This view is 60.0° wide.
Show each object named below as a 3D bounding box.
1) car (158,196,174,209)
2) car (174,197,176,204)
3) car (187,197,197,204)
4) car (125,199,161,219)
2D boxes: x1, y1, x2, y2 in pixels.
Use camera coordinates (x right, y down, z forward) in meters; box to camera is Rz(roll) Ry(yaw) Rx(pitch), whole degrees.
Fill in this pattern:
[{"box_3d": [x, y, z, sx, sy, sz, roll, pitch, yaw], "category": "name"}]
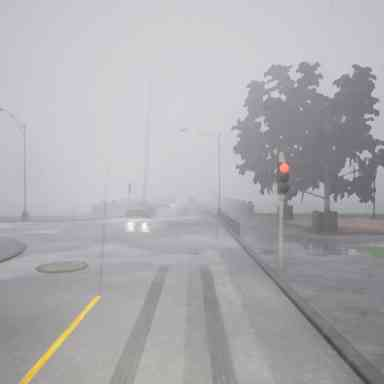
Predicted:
[{"box_3d": [-4.113, 1.543, 46.407, 2.033, 1.411, 5.357, 0, 0, 0], "category": "car"}, {"box_3d": [-4.076, 1.485, 63.621, 2.128, 1.511, 4.902, 0, 0, 0], "category": "car"}, {"box_3d": [-0.024, 1.541, 61.759, 2.033, 1.411, 5.357, 0, 0, 0], "category": "car"}, {"box_3d": [-4.372, 1.561, 29.253, 1.994, 1.385, 4.181, 0, 0, 7], "category": "car"}]
